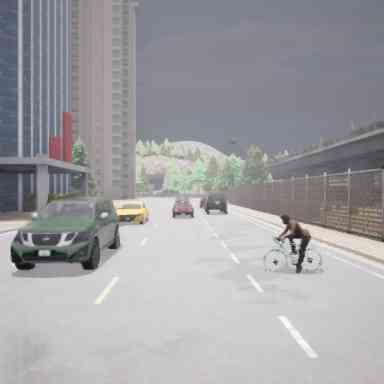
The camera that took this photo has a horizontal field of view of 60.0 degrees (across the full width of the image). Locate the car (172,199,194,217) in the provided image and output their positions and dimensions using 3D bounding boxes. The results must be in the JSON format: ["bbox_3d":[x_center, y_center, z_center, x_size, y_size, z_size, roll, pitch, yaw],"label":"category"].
[{"bbox_3d":[-0.834,1.600,30.785,1.895,1.301,4.718,0,0,-2],"label":"car"}]

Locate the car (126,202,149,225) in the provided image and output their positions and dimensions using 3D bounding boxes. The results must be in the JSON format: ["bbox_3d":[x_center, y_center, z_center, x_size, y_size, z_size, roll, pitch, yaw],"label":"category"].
[{"bbox_3d":[-4.321,1.477,24.451,1.882,1.535,5.008,0,0,-2],"label":"car"}]

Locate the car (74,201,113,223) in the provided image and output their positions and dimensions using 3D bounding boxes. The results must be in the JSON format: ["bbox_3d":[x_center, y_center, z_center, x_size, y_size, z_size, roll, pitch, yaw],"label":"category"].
[{"bbox_3d":[-7.812,1.522,26.915,1.882,1.535,5.008,0,0,-2],"label":"car"}]

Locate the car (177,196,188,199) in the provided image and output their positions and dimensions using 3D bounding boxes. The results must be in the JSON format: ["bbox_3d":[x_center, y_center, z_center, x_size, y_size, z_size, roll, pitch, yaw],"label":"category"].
[{"bbox_3d":[-1.252,1.351,43.928,2.097,1.767,4.553,0,0,-2],"label":"car"}]

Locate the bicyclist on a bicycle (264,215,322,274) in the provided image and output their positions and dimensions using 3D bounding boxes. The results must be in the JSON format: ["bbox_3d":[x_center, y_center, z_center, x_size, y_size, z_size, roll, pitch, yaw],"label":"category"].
[{"bbox_3d":[2.785,1.449,9.244,1.656,1.620,0.582,-2,0,-2],"label":"bicyclist on a bicycle"}]

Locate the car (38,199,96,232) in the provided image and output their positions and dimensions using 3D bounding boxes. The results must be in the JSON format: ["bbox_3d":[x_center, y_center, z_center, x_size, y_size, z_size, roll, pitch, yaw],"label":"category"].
[{"bbox_3d":[-7.719,1.351,21.116,2.097,1.767,4.553,0,0,-2],"label":"car"}]

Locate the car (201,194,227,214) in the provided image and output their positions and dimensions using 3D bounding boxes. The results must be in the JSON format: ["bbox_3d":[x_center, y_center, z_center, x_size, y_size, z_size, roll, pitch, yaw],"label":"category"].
[{"bbox_3d":[2.469,1.223,35.915,2.150,2.045,5.566,0,0,-2],"label":"car"}]

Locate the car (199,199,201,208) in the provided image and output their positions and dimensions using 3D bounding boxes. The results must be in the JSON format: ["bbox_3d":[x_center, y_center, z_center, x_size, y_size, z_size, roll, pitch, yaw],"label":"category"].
[{"bbox_3d":[2.071,1.476,47.707,1.882,1.535,5.008,0,0,-1],"label":"car"}]

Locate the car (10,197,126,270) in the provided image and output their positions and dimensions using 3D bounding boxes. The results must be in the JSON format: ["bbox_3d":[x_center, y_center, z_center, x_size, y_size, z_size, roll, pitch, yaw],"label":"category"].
[{"bbox_3d":[-3.915,1.219,11.391,2.150,2.045,5.566,0,0,-2],"label":"car"}]
